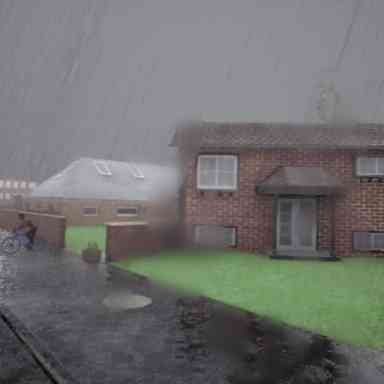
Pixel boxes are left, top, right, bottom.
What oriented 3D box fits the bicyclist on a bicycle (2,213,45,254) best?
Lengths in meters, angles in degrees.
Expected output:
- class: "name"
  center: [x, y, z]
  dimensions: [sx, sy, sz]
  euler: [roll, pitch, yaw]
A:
- class: "bicyclist on a bicycle"
  center: [-6.875, 1.702, 13.695]
  dimensions: [1.656, 1.620, 0.582]
  euler: [3, -3, -40]
